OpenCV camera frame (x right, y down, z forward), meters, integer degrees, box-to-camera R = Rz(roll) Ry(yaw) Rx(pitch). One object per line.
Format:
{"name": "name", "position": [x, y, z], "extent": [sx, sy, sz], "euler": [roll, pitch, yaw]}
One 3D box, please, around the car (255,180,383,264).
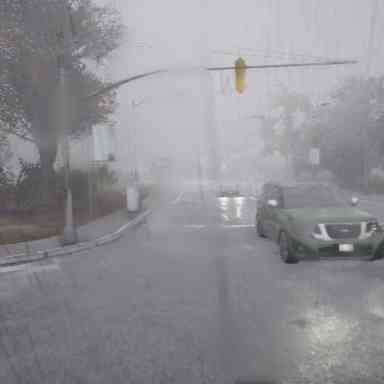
{"name": "car", "position": [3.309, 0.703, 9.837], "extent": [2.150, 2.045, 5.566], "euler": [-2, 3, 1]}

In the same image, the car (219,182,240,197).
{"name": "car", "position": [3.798, -0.319, 34.604], "extent": [1.812, 1.442, 4.674], "euler": [-2, 3, 1]}
